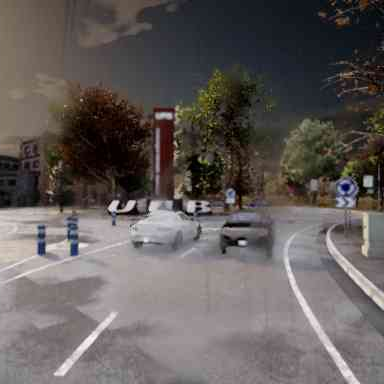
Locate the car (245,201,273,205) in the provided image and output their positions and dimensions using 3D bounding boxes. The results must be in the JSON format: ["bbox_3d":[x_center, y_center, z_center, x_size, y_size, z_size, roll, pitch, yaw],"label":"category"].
[{"bbox_3d":[12.690,2.213,63.128,5.357,1.411,2.033,-1,-1,44],"label":"car"}]

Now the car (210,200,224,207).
[{"bbox_3d":[5.109,2.240,64.527,4.181,1.385,1.994,0,-1,24],"label":"car"}]

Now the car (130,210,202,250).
[{"bbox_3d":[-0.975,1.500,14.113,1.812,1.442,4.674,0,-1,17],"label":"car"}]

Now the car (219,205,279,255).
[{"bbox_3d":[2.326,1.456,13.134,2.128,1.511,4.902,-1,-1,16],"label":"car"}]
